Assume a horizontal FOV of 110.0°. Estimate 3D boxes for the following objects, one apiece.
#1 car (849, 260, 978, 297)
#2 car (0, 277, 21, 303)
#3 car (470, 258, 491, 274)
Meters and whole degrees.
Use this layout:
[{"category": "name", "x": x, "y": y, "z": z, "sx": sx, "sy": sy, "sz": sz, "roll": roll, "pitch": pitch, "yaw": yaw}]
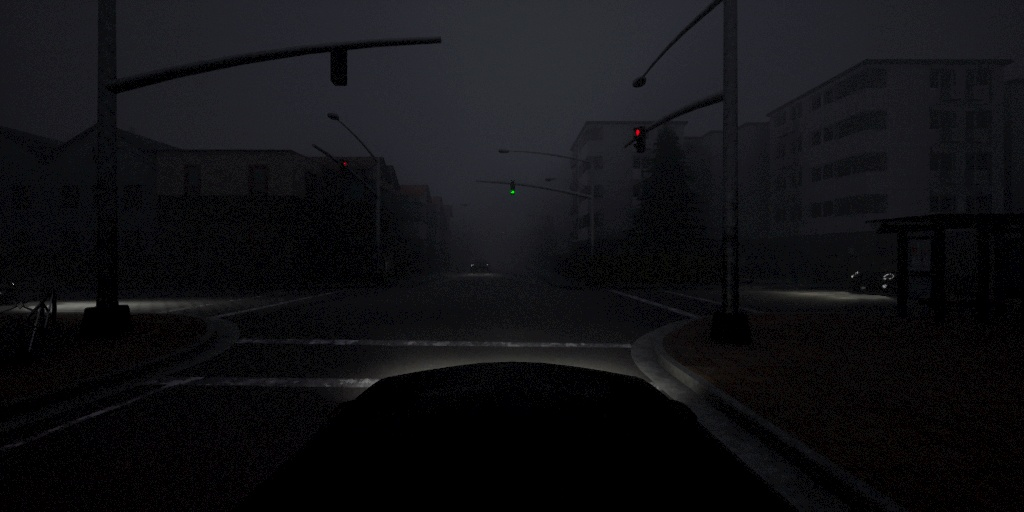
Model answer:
[{"category": "car", "x": 18.748, "y": 0.923, "z": 16.854, "sx": 4.553, "sy": 1.767, "sz": 2.097, "roll": 0, "pitch": 0, "yaw": 0}, {"category": "car", "x": -21.267, "y": 1.063, "z": 13.148, "sx": 4.902, "sy": 1.511, "sz": 2.128, "roll": 0, "pitch": 0, "yaw": 0}, {"category": "car", "x": -3.611, "y": 1.040, "z": 41.667, "sx": 2.097, "sy": 1.767, "sz": 4.553, "roll": 0, "pitch": 0, "yaw": 0}]
